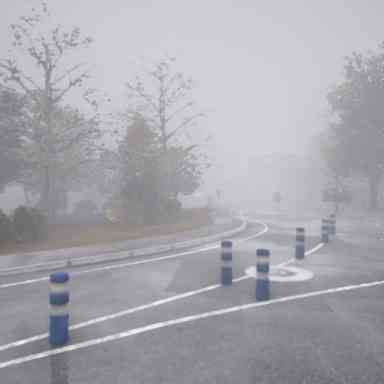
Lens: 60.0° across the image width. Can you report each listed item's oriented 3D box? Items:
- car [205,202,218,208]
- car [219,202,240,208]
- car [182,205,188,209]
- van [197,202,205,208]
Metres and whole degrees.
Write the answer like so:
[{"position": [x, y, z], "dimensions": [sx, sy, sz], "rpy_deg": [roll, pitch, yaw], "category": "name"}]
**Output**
[{"position": [6.000, 3.405, 81.123], "dimensions": [2.163, 1.488, 4.792], "rpy_deg": [0, -4, -33], "category": "car"}, {"position": [8.999, 3.088, 76.527], "dimensions": [2.002, 1.452, 4.674], "rpy_deg": [2, -5, -33], "category": "car"}, {"position": [-2.981, 4.403, 94.979], "dimensions": [2.002, 1.452, 4.674], "rpy_deg": [0, -4, -33], "category": "car"}, {"position": [2.946, 3.485, 85.837], "dimensions": [1.878, 1.987, 4.442], "rpy_deg": [0, -4, -33], "category": "van"}]
